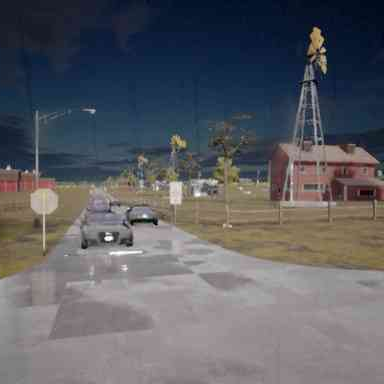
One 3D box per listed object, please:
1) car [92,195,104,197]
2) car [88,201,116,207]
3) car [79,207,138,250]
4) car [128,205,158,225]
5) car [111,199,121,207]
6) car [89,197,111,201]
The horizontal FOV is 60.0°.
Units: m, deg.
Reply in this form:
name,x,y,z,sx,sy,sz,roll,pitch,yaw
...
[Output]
name,x,y,z,sx,sy,sz,roll,pitch,yaw
car,-12.985,1.414,46.043,2.150,2.045,5.566,0,-1,-16
car,-7.085,1.600,25.266,1.994,1.385,4.181,0,0,-16
car,-3.834,1.565,14.432,1.994,1.385,4.181,0,0,-21
car,-3.702,1.598,24.068,1.994,1.385,4.181,0,0,-16
car,-13.201,1.840,56.777,1.812,1.442,4.674,0,-1,-16
car,-10.155,1.593,35.959,2.128,1.511,4.902,0,-1,-16
